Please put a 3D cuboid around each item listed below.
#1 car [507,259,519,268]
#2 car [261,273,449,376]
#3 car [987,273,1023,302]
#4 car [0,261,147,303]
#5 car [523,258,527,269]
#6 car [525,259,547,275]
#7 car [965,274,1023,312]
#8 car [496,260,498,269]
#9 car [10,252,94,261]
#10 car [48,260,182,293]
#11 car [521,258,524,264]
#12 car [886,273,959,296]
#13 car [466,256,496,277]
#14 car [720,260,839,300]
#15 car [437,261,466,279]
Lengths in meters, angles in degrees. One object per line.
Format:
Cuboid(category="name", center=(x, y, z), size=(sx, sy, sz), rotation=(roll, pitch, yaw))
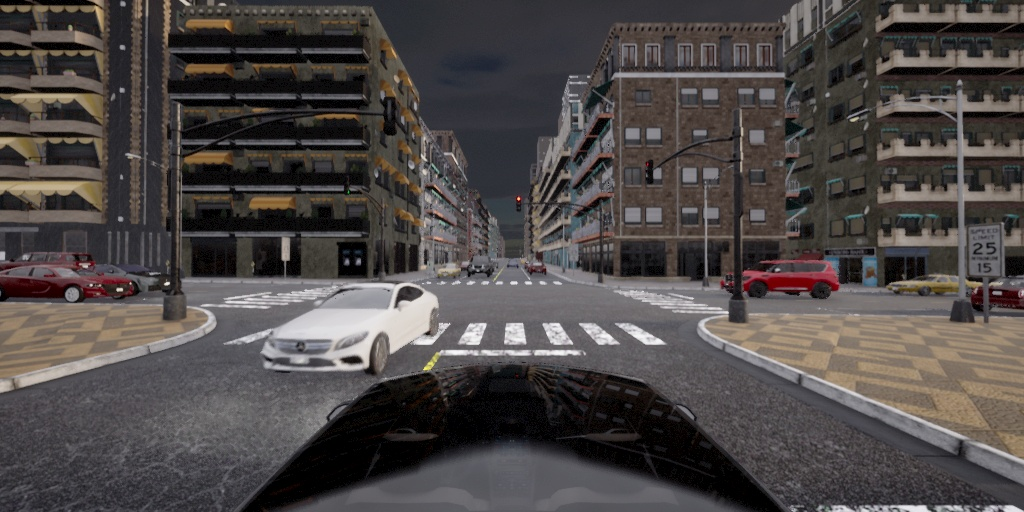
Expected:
Cuboid(category="car", center=(0.156, 1.315, 61.846), size=(1.994, 1.385, 4.181), rotation=(0, 0, 0))
Cuboid(category="car", center=(-2.945, 1.275, 7.661), size=(1.812, 1.442, 4.674), rotation=(0, 0, 6))
Cuboid(category="car", center=(30.044, 1.747, 19.789), size=(4.902, 1.511, 2.128), rotation=(1, -1, 0))
Cuboid(category="car", center=(-17.251, 1.008, 13.684), size=(4.507, 1.381, 1.888), rotation=(0, 0, 0))
Cuboid(category="car", center=(2.733, 1.189, 43.840), size=(1.967, 1.591, 4.097), rotation=(0, 0, 0))
Cuboid(category="car", center=(2.727, 1.294, 38.316), size=(1.888, 1.381, 4.507), rotation=(0, 0, 0))
Cuboid(category="car", center=(20.847, 1.497, 13.968), size=(4.097, 1.591, 1.967), rotation=(0, 0, 0))
Cuboid(category="car", center=(-3.056, 1.254, 45.261), size=(1.837, 1.490, 4.892), rotation=(0, 0, 0))
Cuboid(category="car", center=(-28.626, 0.681, 21.990), size=(5.009, 1.841, 2.192), rotation=(0, 0, 0))
Cuboid(category="car", center=(-17.663, 1.046, 16.275), size=(4.181, 1.385, 1.994), rotation=(1, -1, -1))
Cuboid(category="car", center=(2.743, 1.332, 54.887), size=(1.802, 1.307, 4.207), rotation=(0, 0, 0))
Cuboid(category="car", center=(26.266, 1.749, 22.318), size=(4.829, 1.417, 1.751), rotation=(0, 0, 0))
Cuboid(category="car", center=(-3.067, 0.970, 35.221), size=(2.150, 2.045, 5.566), rotation=(0, 0, 0))
Cuboid(category="car", center=(14.589, 1.236, 19.686), size=(5.566, 2.045, 2.150), rotation=(1, -1, 1))
Cuboid(category="car", center=(-5.659, 1.274, 32.645), size=(1.751, 1.417, 4.829), rotation=(0, 0, 0))
